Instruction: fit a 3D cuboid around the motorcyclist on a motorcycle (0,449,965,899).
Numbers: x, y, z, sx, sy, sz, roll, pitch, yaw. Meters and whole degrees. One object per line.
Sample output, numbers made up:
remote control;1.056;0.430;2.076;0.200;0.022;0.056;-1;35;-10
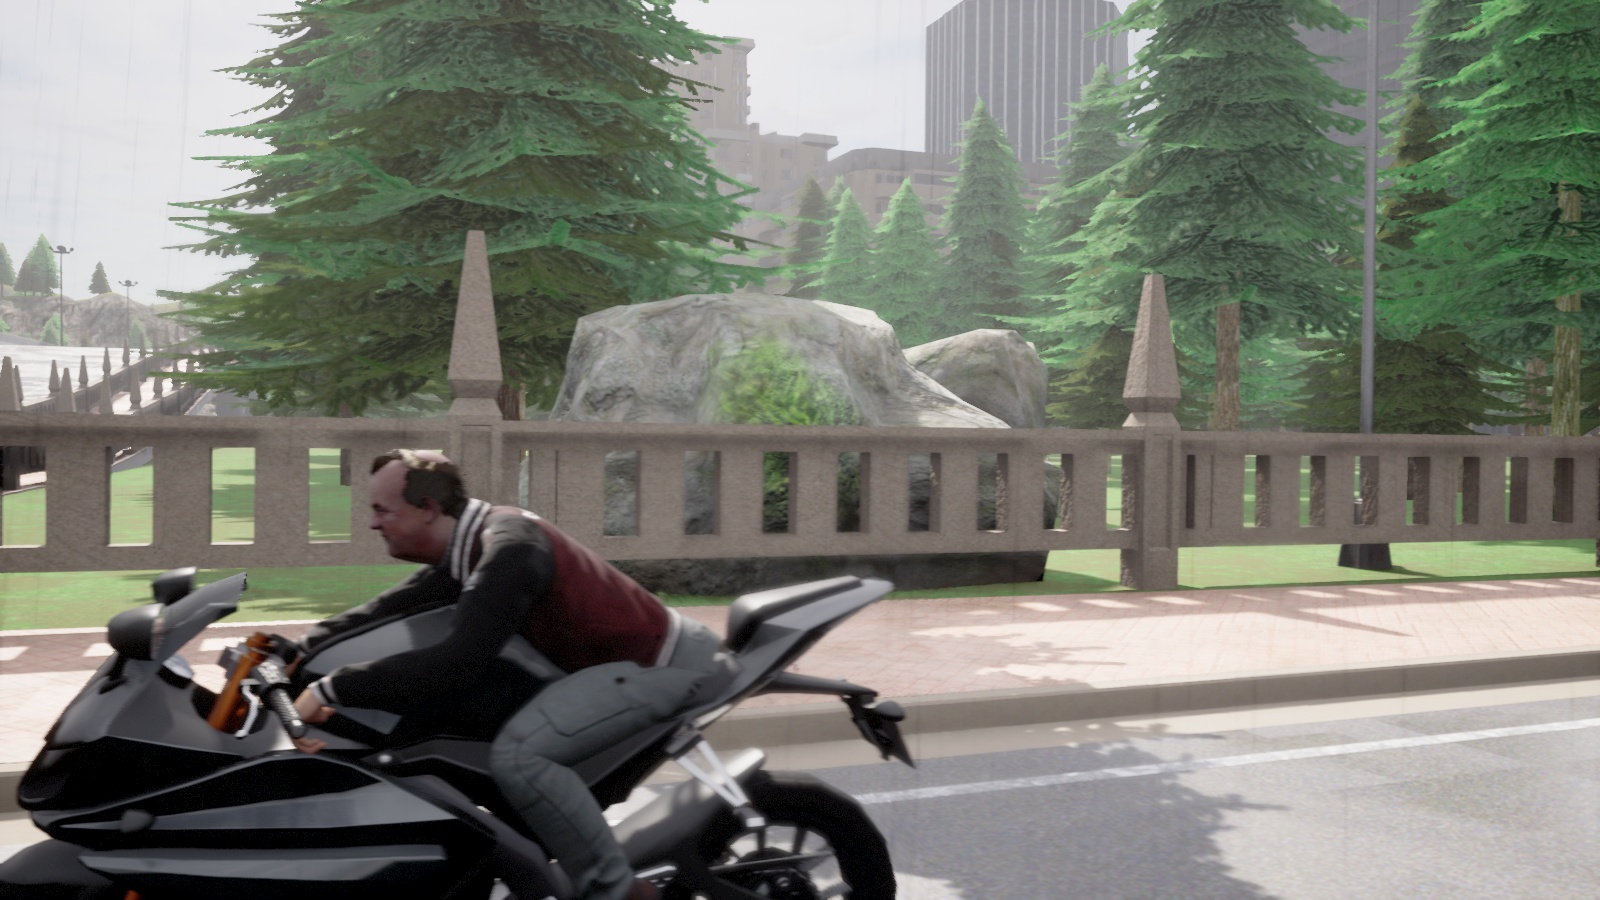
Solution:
motorcyclist on a motorcycle;-0.799;0.792;2.936;2.191;1.530;0.866;-1;1;-21
